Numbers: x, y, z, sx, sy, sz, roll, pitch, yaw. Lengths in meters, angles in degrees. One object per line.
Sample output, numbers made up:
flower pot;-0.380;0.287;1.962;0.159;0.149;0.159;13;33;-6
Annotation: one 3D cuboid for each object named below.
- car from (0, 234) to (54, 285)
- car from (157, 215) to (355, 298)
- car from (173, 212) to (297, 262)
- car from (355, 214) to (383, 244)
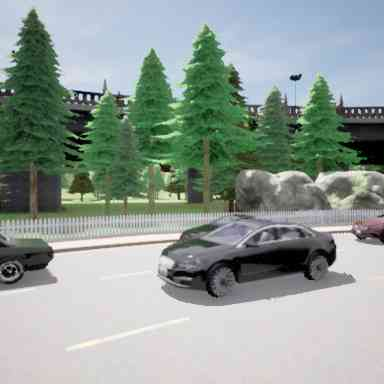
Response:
car;-6.020;1.601;8.095;4.718;1.301;1.895;0;0;-32
car;1.537;1.490;8.523;4.902;1.511;2.128;0;0;-28
car;1.611;1.562;12.445;4.181;1.385;1.994;0;0;-25
car;9.748;1.521;15.294;4.674;1.442;1.812;0;0;-10
